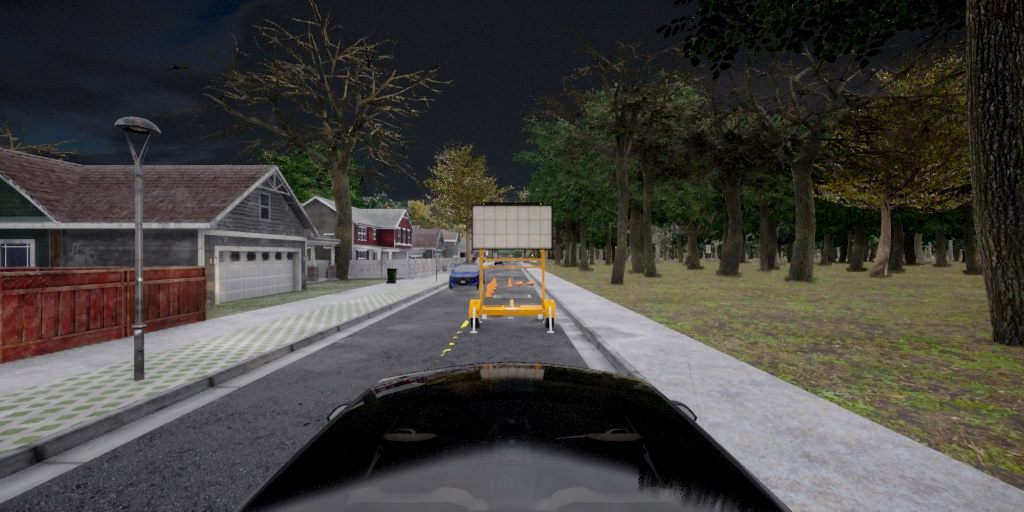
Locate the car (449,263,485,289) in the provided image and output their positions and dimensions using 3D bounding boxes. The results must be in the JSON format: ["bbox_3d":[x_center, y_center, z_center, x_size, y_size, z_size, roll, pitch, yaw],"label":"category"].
[{"bbox_3d":[-2.829,1.230,23.151,1.882,1.535,5.008,0,0,0],"label":"car"}]

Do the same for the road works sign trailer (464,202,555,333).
[{"bbox_3d":[0.009,0.214,10.705,2.380,3.560,2.880,0,0,0],"label":"road works sign trailer"}]
